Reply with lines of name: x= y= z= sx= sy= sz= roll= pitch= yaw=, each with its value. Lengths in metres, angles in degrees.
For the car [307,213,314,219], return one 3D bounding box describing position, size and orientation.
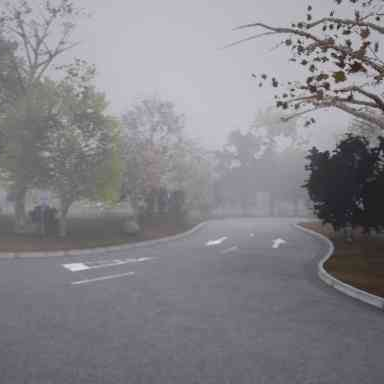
car: x=17.898 y=2.959 z=43.534 sx=5.357 sy=1.411 sz=2.033 roll=1 pitch=-2 yaw=1
